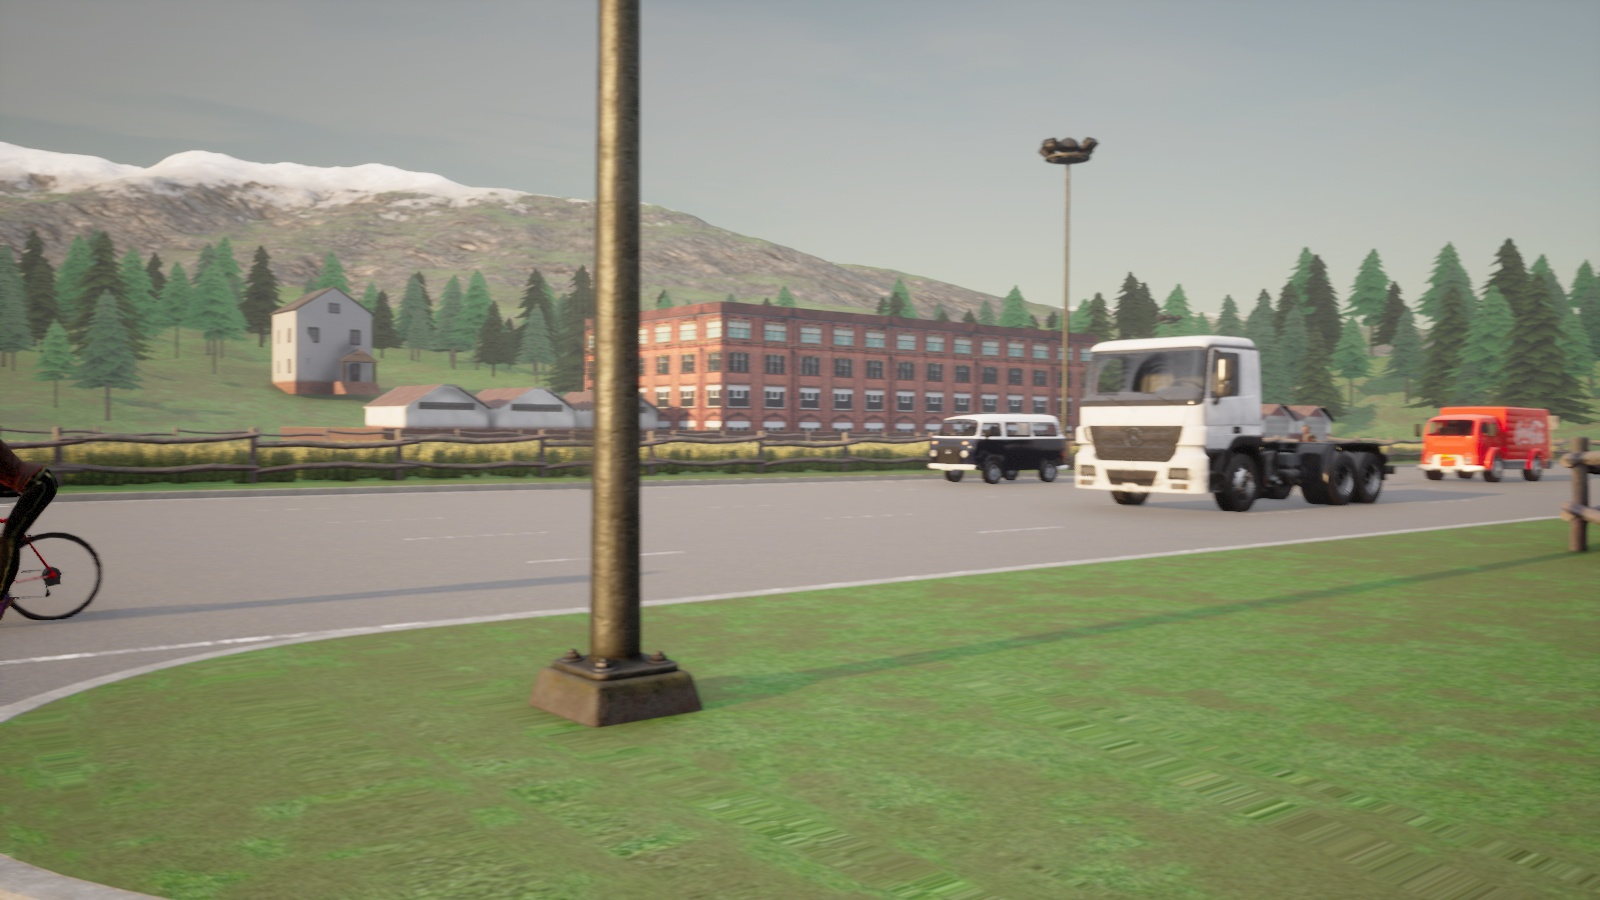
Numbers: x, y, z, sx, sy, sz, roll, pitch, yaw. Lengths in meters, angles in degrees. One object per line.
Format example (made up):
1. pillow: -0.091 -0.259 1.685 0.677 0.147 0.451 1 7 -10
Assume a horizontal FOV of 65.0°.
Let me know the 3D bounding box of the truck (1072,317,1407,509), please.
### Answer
1. truck: 9.380 -0.739 26.243 7.936 3.462 2.891 -1 1 -39

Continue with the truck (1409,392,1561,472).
1. truck: 22.767 -0.608 41.662 5.204 2.467 2.627 -1 1 -39

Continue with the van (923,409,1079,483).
1. van: 5.965 -0.161 37.021 4.480 2.038 2.069 -1 1 -39

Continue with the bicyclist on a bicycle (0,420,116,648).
1. bicyclist on a bicycle: -5.976 0.606 9.122 1.656 1.620 0.582 -2 1 -39
